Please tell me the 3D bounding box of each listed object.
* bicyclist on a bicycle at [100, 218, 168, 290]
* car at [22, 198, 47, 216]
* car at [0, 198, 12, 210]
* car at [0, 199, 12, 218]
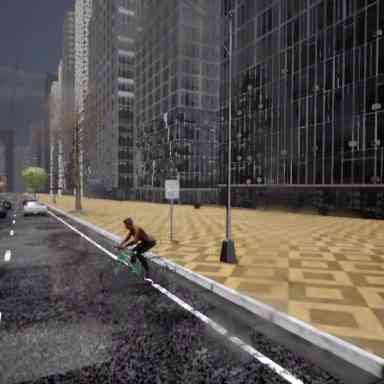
[{"bbox_3d":[-1.319,1.417,7.727,1.656,1.620,0.582,0,0,-27],"label":"bicyclist on a bicycle"},{"bbox_3d":[-14.925,1.558,31.556,1.895,1.301,4.718,0,0,-27],"label":"car"},{"bbox_3d":[-23.795,1.506,41.734,1.994,1.385,4.181,0,0,-27],"label":"car"},{"bbox_3d":[-17.505,1.506,29.660,2.033,1.411,5.357,0,0,-27],"label":"car"}]
